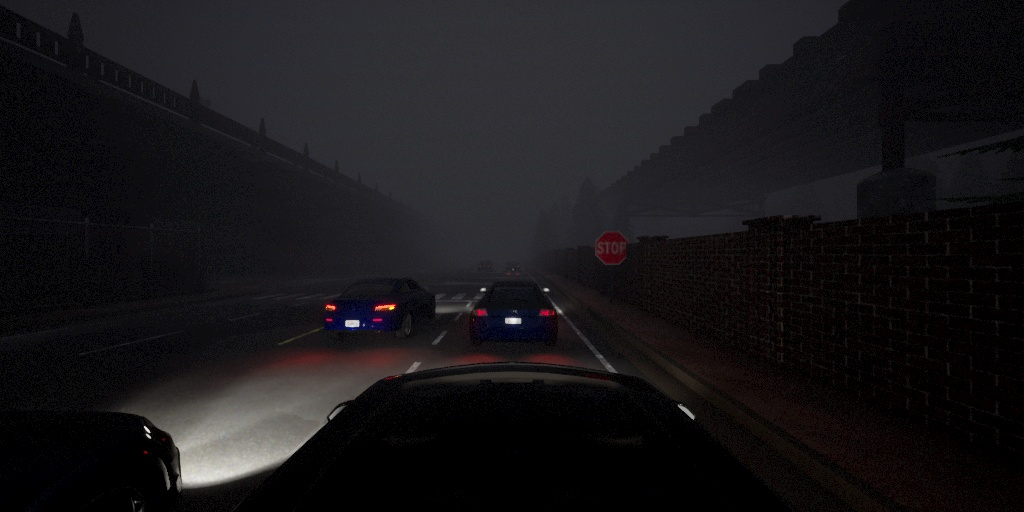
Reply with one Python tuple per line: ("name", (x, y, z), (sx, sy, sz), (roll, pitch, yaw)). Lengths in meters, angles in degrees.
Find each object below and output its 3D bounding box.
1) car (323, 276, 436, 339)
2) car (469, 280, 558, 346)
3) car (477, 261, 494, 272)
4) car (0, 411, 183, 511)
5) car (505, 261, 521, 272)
("car", (-3.412, 1.276, 9.952), (1.812, 1.442, 4.674), (0, 0, 0))
("car", (0.070, 1.314, 9.429), (1.994, 1.385, 4.181), (0, 0, 1))
("car", (-3.389, 1.297, 46.022), (2.033, 1.411, 5.357), (0, 0, -1))
("car", (-3.399, 1.314, 0.856), (1.994, 1.385, 4.181), (0, 0, 0))
("car", (0.106, 1.351, 46.230), (1.895, 1.301, 4.718), (0, 0, -1))
